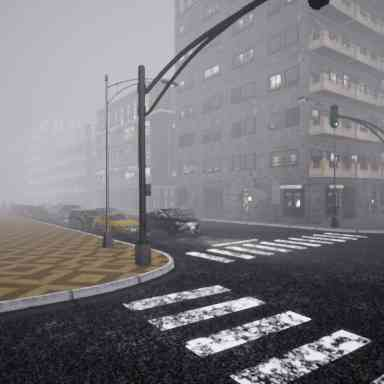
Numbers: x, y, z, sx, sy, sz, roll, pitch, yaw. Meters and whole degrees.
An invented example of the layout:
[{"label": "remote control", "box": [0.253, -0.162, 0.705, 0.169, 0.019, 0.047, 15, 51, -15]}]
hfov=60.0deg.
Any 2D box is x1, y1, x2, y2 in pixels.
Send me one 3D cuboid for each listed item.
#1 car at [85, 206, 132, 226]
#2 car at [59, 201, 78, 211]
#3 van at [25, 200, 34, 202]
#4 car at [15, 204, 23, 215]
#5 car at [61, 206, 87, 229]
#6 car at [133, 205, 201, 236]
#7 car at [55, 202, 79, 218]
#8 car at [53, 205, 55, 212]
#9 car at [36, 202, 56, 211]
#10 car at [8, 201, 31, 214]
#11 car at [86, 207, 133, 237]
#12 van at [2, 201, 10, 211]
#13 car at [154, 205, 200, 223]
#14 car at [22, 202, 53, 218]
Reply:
[{"label": "car", "box": [-7.274, 1.994, 28.622, 2.033, 1.411, 5.357, -1, -1, -37]}, {"label": "car", "box": [-21.532, 2.367, 57.785, 1.967, 1.590, 4.097, -2, 0, -36]}, {"label": "van", "box": [-41.621, 2.832, 85.123, 1.690, 1.788, 3.998, -2, 0, -36]}, {"label": "car", "box": [-21.584, 2.392, 43.709, 1.802, 1.307, 4.206, -2, 0, -36]}, {"label": "car", "box": [-8.194, 2.002, 25.484, 1.947, 1.339, 4.313, -2, 0, -36]}, {"label": "car", "box": [-1.416, 1.775, 20.649, 2.128, 1.511, 4.902, -1, -1, -36]}, {"label": "car", "box": [-13.230, 2.118, 36.751, 1.837, 1.490, 4.892, -1, -1, -36]}, {"label": "car", "box": [-20.503, 2.425, 52.037, 1.994, 1.385, 4.181, -1, -1, -36]}, {"label": "car", "box": [-26.438, 2.519, 60.122, 2.128, 1.511, 4.902, -1, -1, -37]}, {"label": "car", "box": [-24.933, 2.449, 48.265, 1.887, 1.381, 4.507, -2, 0, -36]}, {"label": "car", "box": [-4.747, 1.865, 20.792, 1.752, 1.417, 4.829, -2, 0, -36]}, {"label": "van", "box": [-31.634, 2.433, 57.378, 1.690, 1.788, 3.998, -2, 0, -36]}, {"label": "car", "box": [-1.443, 1.915, 30.447, 2.008, 1.369, 4.403, -2, 0, -36]}, {"label": "car", "box": [-18.237, 2.262, 39.153, 1.887, 1.381, 4.507, -2, 0, -36]}]
